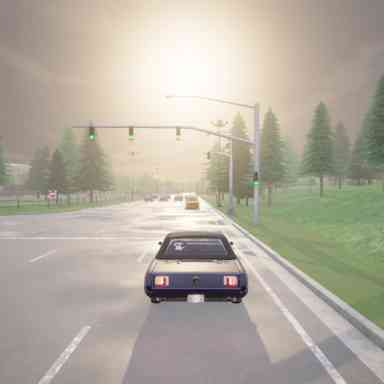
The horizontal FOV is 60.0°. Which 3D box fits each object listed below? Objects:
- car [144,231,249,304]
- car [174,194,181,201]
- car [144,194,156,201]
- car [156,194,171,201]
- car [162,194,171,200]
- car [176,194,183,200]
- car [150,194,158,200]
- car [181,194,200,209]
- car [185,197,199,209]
[{"bbox_3d":[0.093,1.601,8.116,1.895,1.301,4.718,0,0,0],"label":"car"},{"bbox_3d":[-3.361,1.545,80.827,1.994,1.385,4.181,0,0,0],"label":"car"},{"bbox_3d":[-10.362,1.531,80.422,2.033,1.411,5.357,0,0,0],"label":"car"},{"bbox_3d":[-6.862,1.531,80.416,2.033,1.411,5.357,0,0,0],"label":"car"},{"bbox_3d":[-6.844,1.372,90.836,2.033,1.411,5.357,0,0,0],"label":"car"},{"bbox_3d":[-3.344,1.356,90.830,1.812,1.442,4.674,0,0,0],"label":"car"},{"bbox_3d":[-10.344,1.332,90.842,1.837,1.490,4.892,0,0,0],"label":"car"},{"bbox_3d":[-0.052,1.085,46.299,1.882,1.535,5.008,-3,17,-3],"label":"car"},{"bbox_3d":[0.026,1.576,49.784,2.033,1.411,5.357,-1,1,1],"label":"car"}]
